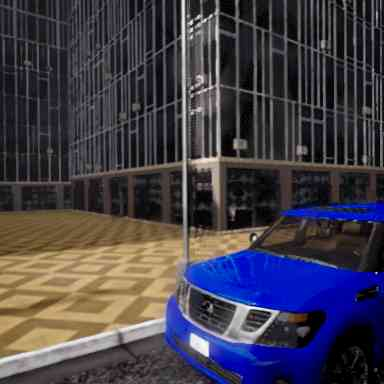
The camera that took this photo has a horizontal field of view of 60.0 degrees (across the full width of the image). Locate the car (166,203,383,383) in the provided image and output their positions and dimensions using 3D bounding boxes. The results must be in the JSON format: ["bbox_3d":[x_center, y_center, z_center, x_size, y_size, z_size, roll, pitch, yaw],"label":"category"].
[{"bbox_3d":[2.330,1.224,5.034,5.566,2.045,2.150,0,0,-35],"label":"car"}]
